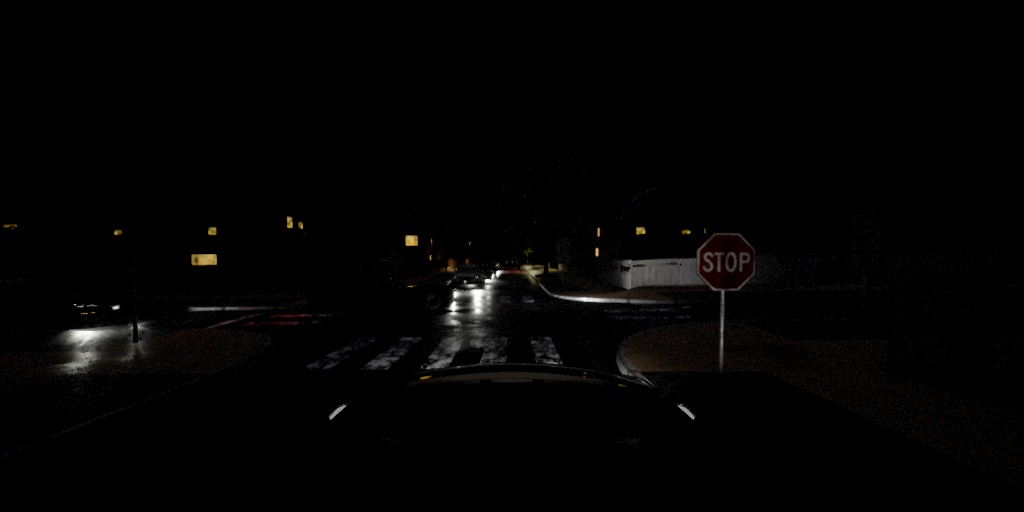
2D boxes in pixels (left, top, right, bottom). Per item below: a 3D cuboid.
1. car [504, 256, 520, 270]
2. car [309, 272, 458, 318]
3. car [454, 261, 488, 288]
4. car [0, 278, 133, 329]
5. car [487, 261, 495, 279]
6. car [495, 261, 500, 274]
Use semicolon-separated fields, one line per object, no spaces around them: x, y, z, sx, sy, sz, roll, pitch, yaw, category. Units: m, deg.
0.056;1.012;52.879;2.150;2.045;5.566;0;0;0;car
-4.544;1.375;13.051;4.718;1.301;1.895;-1;1;-16;car
-2.824;1.275;23.978;1.812;1.442;4.674;0;0;0;car
-15.510;1.498;11.814;4.892;1.490;1.837;-1;2;0;car
-2.806;1.283;33.138;1.812;1.442;4.674;0;0;0;car
-2.796;1.332;42.288;1.994;1.385;4.181;0;0;0;car
